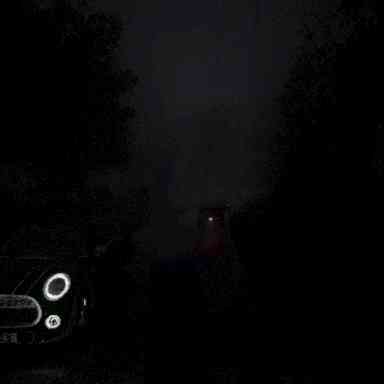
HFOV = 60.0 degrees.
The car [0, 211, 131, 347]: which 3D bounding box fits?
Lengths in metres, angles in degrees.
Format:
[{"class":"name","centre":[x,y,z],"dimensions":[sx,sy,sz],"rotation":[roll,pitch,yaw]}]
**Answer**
[{"class":"car","centre":[-2.664,1.352,6.674],"dimensions":[2.097,1.767,4.553],"rotation":[0,0,2]}]

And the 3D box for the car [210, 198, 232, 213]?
[{"class":"car","centre":[3.890,1.642,42.201],"dimensions":[2.097,1.767,4.553],"rotation":[1,0,10]}]

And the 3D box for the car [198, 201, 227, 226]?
[{"class":"car","centre":[1.487,1.638,24.773],"dimensions":[1.837,1.490,4.892],"rotation":[0,-2,5]}]
